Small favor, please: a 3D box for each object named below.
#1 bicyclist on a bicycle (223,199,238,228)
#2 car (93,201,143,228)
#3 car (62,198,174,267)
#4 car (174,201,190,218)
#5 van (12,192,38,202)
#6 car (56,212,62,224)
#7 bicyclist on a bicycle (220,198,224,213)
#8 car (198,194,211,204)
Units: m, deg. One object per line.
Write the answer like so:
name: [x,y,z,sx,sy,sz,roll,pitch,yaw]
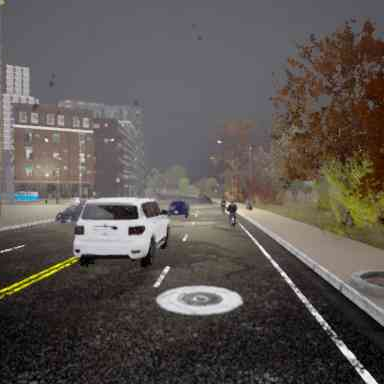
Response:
bicyclist on a bicycle: [2.388,1.350,19.721,0.659,1.776,1.843,0,0,3]
car: [-4.942,1.468,22.987,2.128,1.511,4.902,0,0,3]
car: [-2.147,1.209,11.586,2.150,2.045,5.566,0,0,4]
car: [-1.192,1.493,29.844,1.812,1.442,4.674,0,0,2]
van: [-28.418,0.828,56.990,3.998,1.788,1.690,1,-1,-29]
car: [-8.106,1.521,24.677,2.033,1.411,5.357,0,0,3]
bicyclist on a bicycle: [2.894,1.419,30.767,0.582,1.620,1.656,0,0,2]
car: [2.576,1.424,61.840,1.837,1.490,4.892,0,0,0]
